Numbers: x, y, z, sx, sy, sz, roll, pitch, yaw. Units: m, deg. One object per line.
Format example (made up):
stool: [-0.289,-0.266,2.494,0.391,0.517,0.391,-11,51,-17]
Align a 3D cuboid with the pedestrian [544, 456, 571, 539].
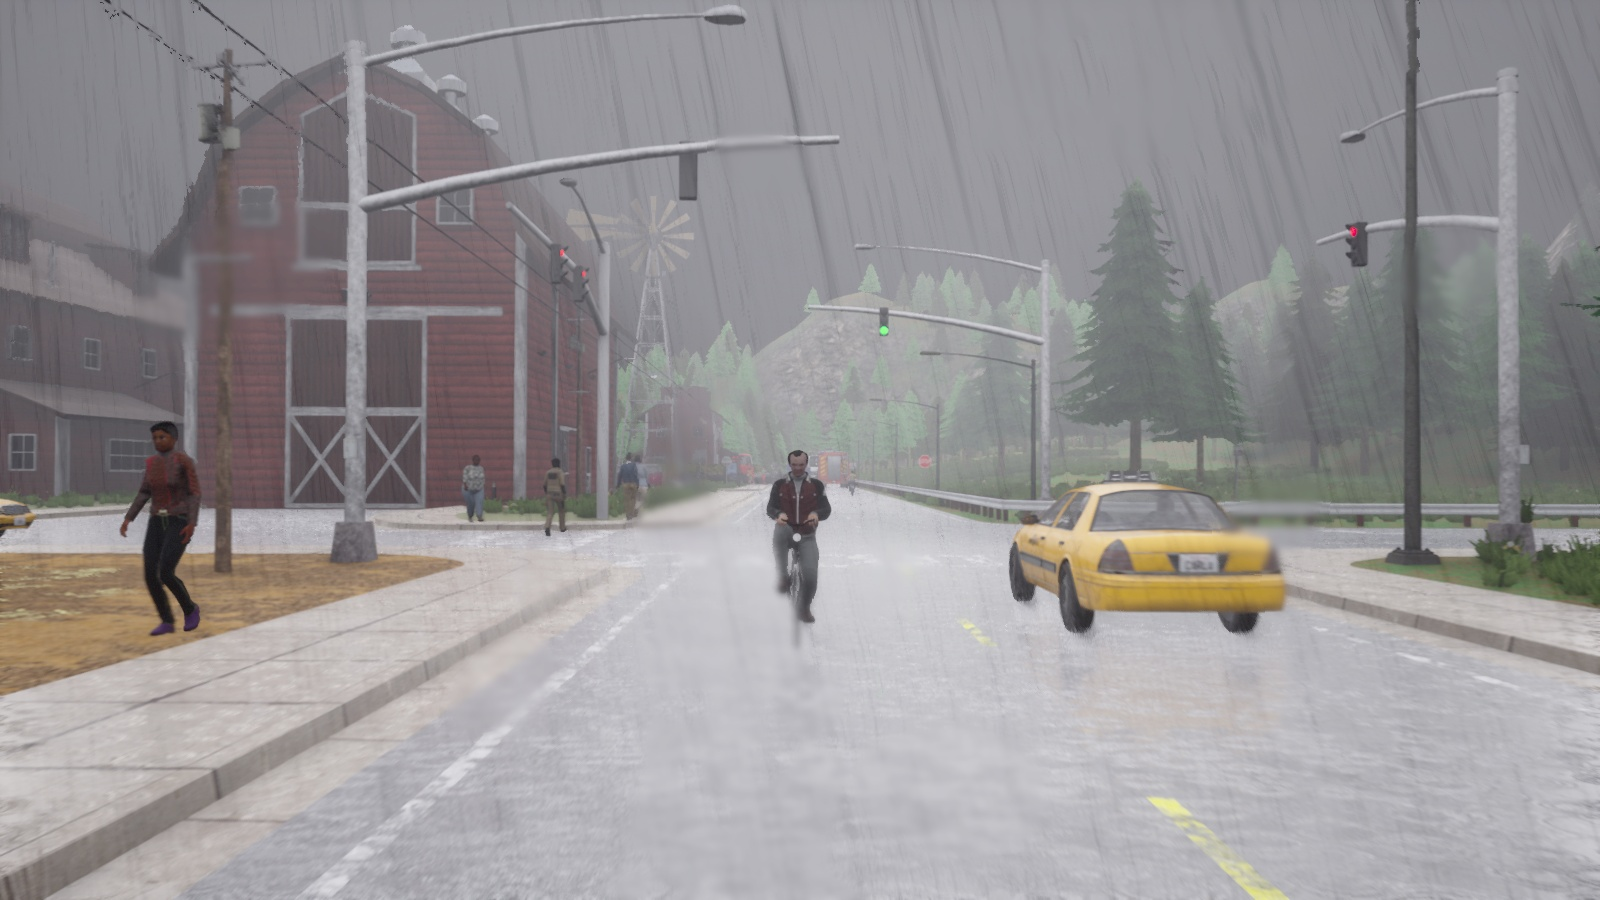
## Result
pedestrian: [-5.687,1.106,29.480,0.396,1.930,0.692,0,-1,12]

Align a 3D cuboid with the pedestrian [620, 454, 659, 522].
pedestrian: [-4.428,1.044,34.668,0.874,1.855,0.900,0,-1,7]

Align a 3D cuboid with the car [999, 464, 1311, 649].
car: [3.467,0.964,13.454,1.801,1.575,5.366,0,-1,0]

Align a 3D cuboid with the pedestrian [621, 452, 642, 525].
pedestrian: [-4.573,1.031,34.054,0.423,1.949,0.788,0,-1,4]

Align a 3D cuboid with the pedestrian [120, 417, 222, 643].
pedestrian: [-5.251,0.649,10.514,0.328,1.805,0.869,0,-1,8]

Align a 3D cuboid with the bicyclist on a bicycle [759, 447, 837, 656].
bicyclist on a bicycle: [-0.015,0.879,11.581,0.659,1.776,1.843,0,-1,0]

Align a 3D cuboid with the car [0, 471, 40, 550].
car: [-18.561,1.222,25.322,5.366,1.575,1.801,0,-1,-1]

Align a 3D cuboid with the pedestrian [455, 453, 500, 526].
pedestrian: [-8.431,1.027,32.819,0.874,1.855,0.900,0,-1,-33]

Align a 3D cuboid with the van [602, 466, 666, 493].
van: [-12.107,2.154,91.862,4.442,1.987,1.775,0,-1,-1]
